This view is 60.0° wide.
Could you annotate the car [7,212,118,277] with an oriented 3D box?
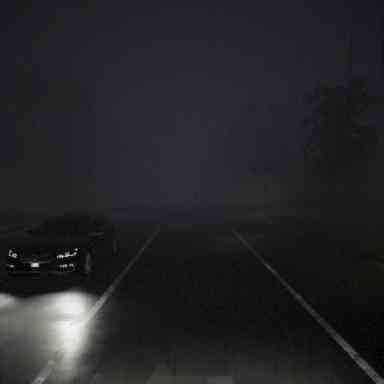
[{"bbox_3d":[-3.527,1.394,9.934,1.837,1.490,4.892,0,0,0],"label":"car"}]
